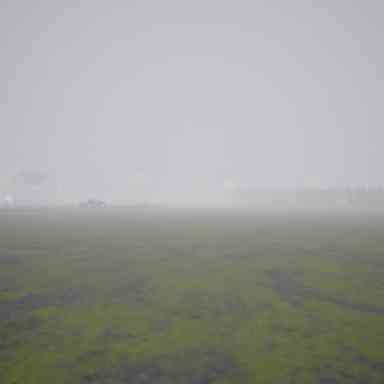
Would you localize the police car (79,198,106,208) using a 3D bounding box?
[{"bbox_3d":[-18.055,1.967,60.361,1.930,1.638,5.238,1,0,35],"label":"police car"}]
